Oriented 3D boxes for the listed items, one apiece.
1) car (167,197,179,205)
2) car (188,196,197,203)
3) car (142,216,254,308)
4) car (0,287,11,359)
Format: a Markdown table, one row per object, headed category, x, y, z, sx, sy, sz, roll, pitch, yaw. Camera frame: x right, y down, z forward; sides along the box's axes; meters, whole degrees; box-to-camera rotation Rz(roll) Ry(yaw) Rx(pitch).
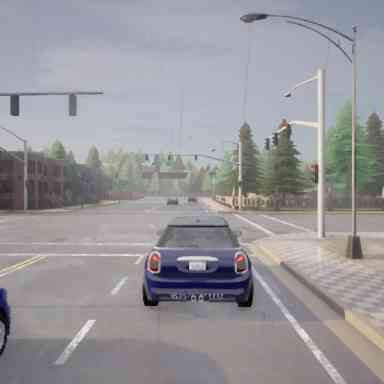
| category | x | y | z | sx | sy | sz | roll | pitch | yaw |
| --- | --- | --- | --- | --- | --- | --- | --- | --- | --- |
| car | -3.344 | 1.601 | 59.132 | 1.895 | 1.301 | 4.718 | 0 | 0 | 0 |
| car | 0.062 | 1.505 | 68.219 | 1.837 | 1.490 | 4.892 | 0 | 0 | 0 |
| car | 0.169 | 1.351 | 8.107 | 2.097 | 1.767 | 4.553 | 0 | 0 | 2 |
| car | -3.439 | 1.478 | 2.596 | 1.882 | 1.535 | 5.008 | 0 | 0 | 0 |
